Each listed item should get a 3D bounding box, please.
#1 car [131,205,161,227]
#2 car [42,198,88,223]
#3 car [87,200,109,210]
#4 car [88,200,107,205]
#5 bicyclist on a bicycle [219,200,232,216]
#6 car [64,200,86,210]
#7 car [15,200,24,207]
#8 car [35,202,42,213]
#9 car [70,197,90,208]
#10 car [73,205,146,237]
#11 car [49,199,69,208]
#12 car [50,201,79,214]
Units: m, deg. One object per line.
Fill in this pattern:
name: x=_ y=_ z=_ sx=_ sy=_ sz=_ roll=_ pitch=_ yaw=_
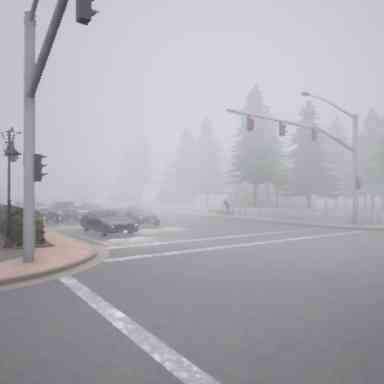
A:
car: x=-4.035 y=1.720 z=24.315 sx=1.812 sy=1.442 sz=4.674 roll=0 pitch=-1 yaw=-36
car: x=-10.541 y=1.565 z=27.400 sx=2.097 sy=1.767 sz=4.553 roll=0 pitch=-1 yaw=-35
car: x=-14.694 y=1.931 z=51.648 sx=1.812 sy=1.442 sz=4.674 roll=0 pitch=-1 yaw=-35
car: x=-9.591 y=1.799 z=32.103 sx=2.033 sy=1.411 sz=5.357 roll=0 pitch=-1 yaw=-36
bicyclist on a bicycle: x=3.342 y=1.573 z=32.864 sx=1.656 sy=1.620 sz=0.582 roll=0 pitch=0 yaw=-35
car: x=-17.500 y=1.911 z=49.553 sx=1.812 sy=1.442 sz=4.674 roll=0 pitch=-1 yaw=-35
car: x=-22.374 y=1.863 z=44.146 sx=1.812 sy=1.442 sz=4.674 roll=0 pitch=-1 yaw=-35
car: x=-16.282 y=1.798 z=35.507 sx=1.812 sy=1.442 sz=4.674 roll=0 pitch=-1 yaw=-36
car: x=-19.944 y=1.811 z=58.942 sx=2.097 sy=1.767 sz=4.553 roll=0 pitch=-1 yaw=-35
car: x=-5.026 y=1.703 z=19.631 sx=2.033 sy=1.411 sz=5.357 roll=0 pitch=-1 yaw=-35
car: x=-22.815 y=1.931 z=56.939 sx=2.128 sy=1.511 sz=4.902 roll=0 pitch=-1 yaw=-35
car: x=-15.549 y=1.862 z=40.518 sx=2.033 sy=1.411 sz=5.357 roll=0 pitch=-1 yaw=-35
